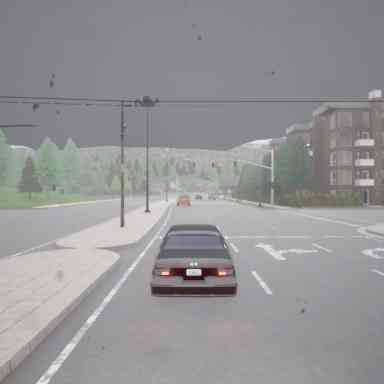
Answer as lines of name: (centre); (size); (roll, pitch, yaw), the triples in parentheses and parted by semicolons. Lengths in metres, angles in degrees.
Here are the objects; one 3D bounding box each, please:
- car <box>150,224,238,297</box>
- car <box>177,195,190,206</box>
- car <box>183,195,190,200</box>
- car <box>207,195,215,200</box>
car: (0.042, 1.547, 8.725); (2.033, 1.411, 5.357); (0, 0, 0)
car: (-1.364, 1.352, 54.470); (2.097, 1.767, 4.553); (0, 0, -1)
car: (-1.556, 1.524, 95.473); (1.812, 1.442, 4.674); (0, 0, 0)
car: (5.446, 1.540, 94.556); (2.033, 1.411, 5.357); (0, 0, 0)
